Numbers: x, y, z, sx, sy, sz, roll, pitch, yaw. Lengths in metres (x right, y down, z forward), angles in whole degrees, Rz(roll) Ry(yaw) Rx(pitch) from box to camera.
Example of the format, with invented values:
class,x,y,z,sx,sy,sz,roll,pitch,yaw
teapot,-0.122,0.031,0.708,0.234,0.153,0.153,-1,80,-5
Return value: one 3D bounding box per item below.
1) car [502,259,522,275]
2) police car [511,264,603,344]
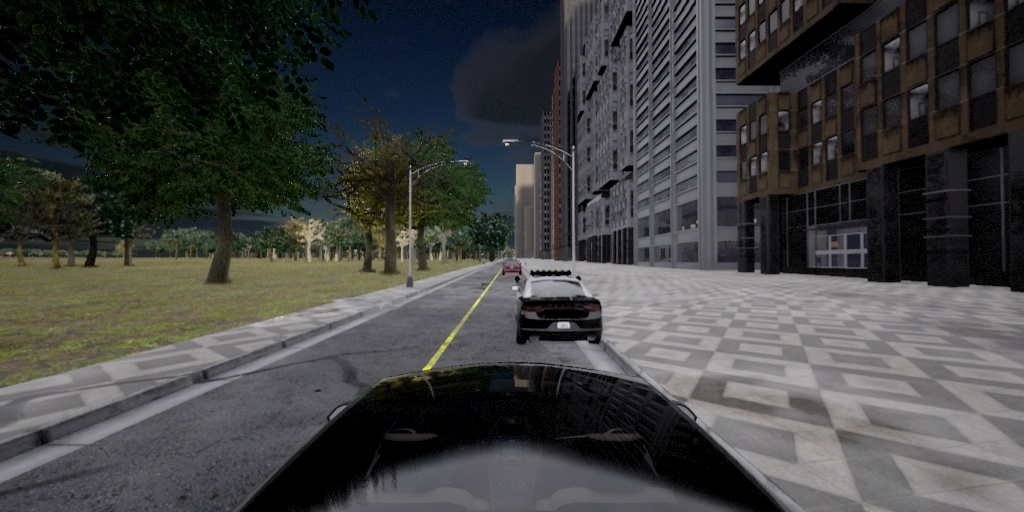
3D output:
class,x,y,z,sx,sy,sz,roll,pitch,yaw
car,0.002,1.161,39.581,2.097,1.767,4.553,0,0,0
police car,1.036,1.195,9.794,1.930,1.638,5.238,0,0,0
